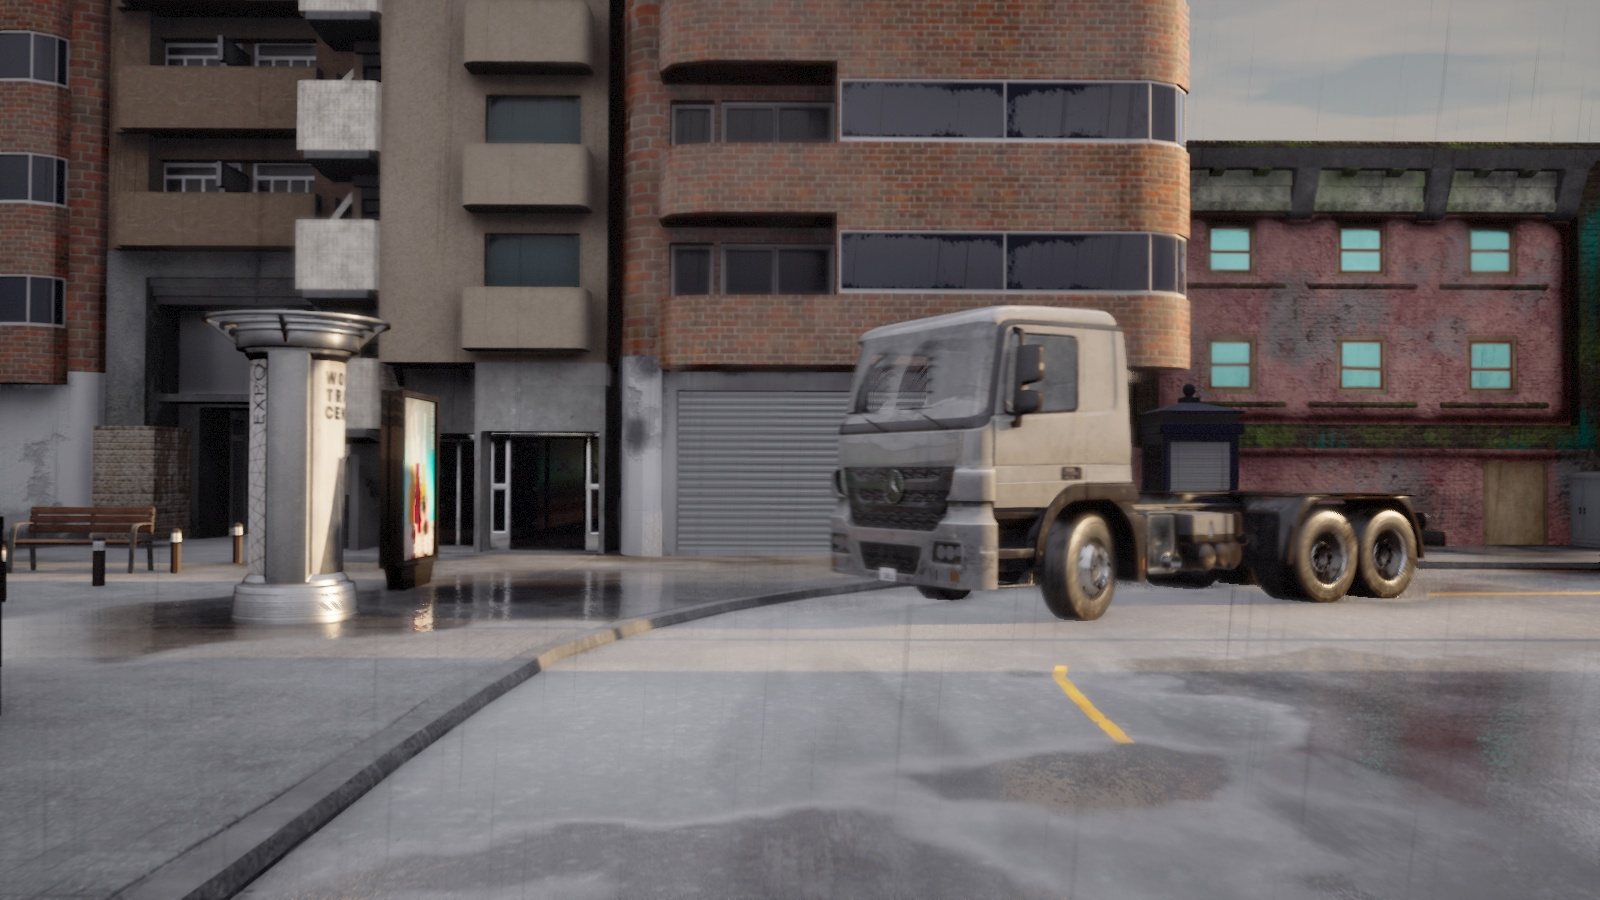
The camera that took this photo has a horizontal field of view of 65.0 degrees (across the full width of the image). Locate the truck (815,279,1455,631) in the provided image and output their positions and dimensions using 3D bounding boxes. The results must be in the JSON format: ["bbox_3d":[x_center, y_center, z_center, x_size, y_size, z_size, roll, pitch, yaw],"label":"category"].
[{"bbox_3d":[4.345,0.093,15.599,7.936,3.462,2.891,0,-1,-30],"label":"truck"}]
